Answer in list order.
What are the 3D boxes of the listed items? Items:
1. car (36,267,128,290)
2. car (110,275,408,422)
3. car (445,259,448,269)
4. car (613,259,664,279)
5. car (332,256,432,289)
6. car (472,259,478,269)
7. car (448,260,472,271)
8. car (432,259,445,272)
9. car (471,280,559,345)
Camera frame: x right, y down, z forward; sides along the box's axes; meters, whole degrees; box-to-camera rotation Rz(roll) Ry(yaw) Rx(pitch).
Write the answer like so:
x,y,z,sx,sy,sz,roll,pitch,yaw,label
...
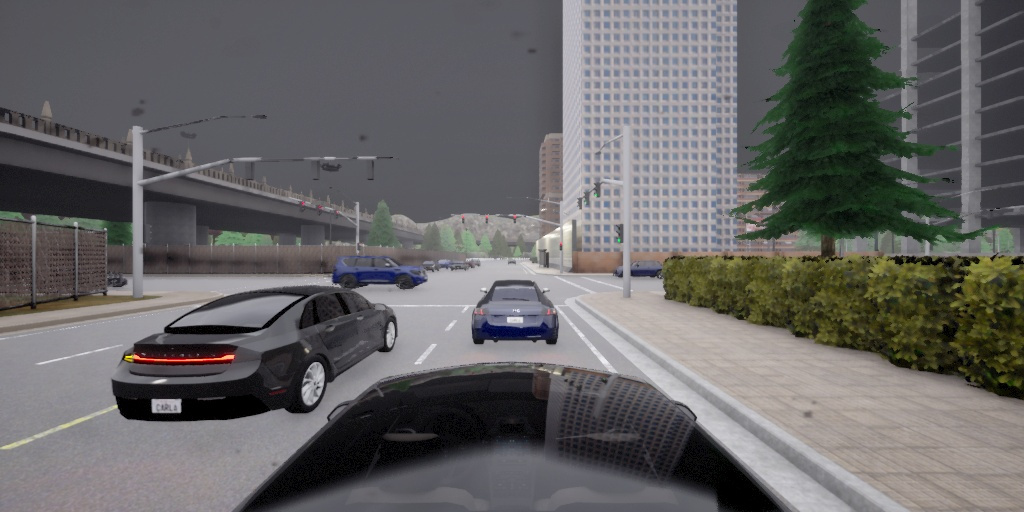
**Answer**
x,y,z,sx,sy,sz,roll,pitch,yaw,label
-26.476,1.376,22.062,4.181,1.385,1.994,0,0,0,car
-3.442,1.256,6.015,1.837,1.490,4.892,0,0,0,car
-10.603,1.244,55.875,1.882,1.535,5.008,0,0,0,car
11.634,1.167,32.852,4.553,1.767,2.097,0,0,0,car
-8.116,1.008,22.114,5.566,2.045,2.150,0,0,0,car
-7.099,1.368,57.932,1.895,1.301,4.718,0,0,0,car
-7.099,1.329,49.178,1.994,1.385,4.181,0,0,0,car
-10.606,1.311,46.425,2.033,1.411,5.357,0,0,0,car
0.076,1.316,9.559,1.994,1.385,4.181,0,0,0,car
